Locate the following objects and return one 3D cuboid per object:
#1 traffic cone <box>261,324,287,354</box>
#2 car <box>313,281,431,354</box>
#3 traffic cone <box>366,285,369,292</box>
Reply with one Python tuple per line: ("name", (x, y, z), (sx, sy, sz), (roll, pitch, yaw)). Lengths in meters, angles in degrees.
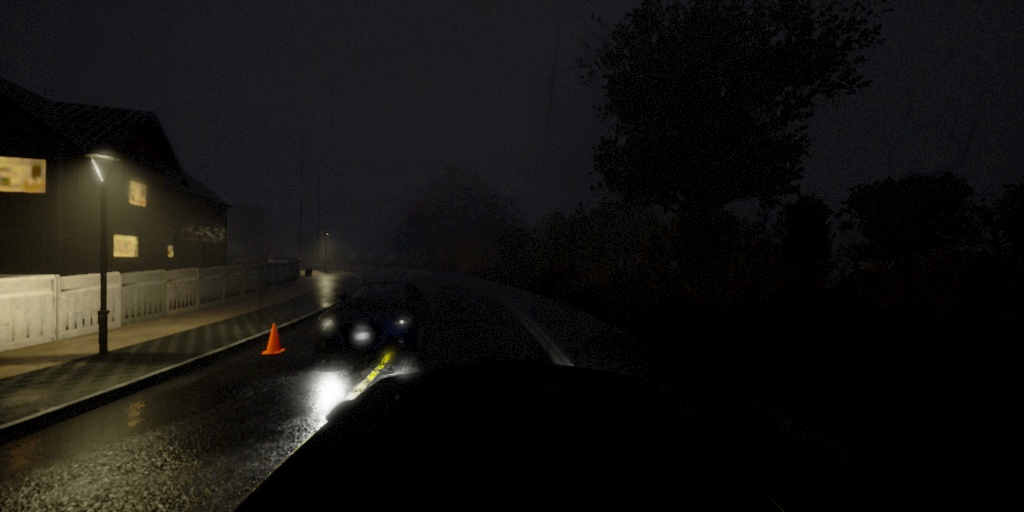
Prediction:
("traffic cone", (-4.979, 1.713, 7.509), (0.340, 0.580, 0.340), (0, 0, -7))
("car", (-3.093, 1.322, 8.738), (1.994, 1.385, 4.181), (0, 0, -8))
("traffic cone", (-6.804, 1.677, 16.942), (0.340, 0.580, 0.340), (0, 0, -15))
